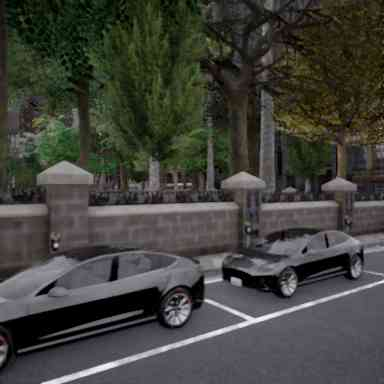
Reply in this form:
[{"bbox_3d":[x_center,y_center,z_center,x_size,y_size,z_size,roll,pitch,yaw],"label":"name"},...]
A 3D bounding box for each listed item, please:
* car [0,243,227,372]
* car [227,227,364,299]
[{"bbox_3d":[-1.747,1.581,5.415,4.313,1.339,1.947,1,-1,-35],"label":"car"},{"bbox_3d":[2.753,1.629,8.620,4.313,1.339,1.947,1,-1,-35],"label":"car"}]
